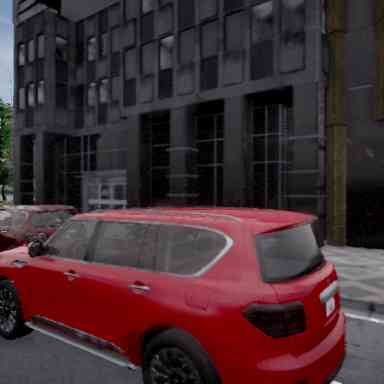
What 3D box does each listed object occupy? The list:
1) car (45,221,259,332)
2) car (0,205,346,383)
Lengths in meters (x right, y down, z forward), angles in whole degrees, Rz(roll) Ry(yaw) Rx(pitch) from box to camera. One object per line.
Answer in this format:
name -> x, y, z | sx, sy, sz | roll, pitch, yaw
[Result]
car -> -1.117, 1.533, 7.452 | 4.829, 1.417, 1.752 | 0, 0, 36
car -> -0.799, 1.228, 4.890 | 5.566, 2.045, 2.150 | 0, 0, 36
